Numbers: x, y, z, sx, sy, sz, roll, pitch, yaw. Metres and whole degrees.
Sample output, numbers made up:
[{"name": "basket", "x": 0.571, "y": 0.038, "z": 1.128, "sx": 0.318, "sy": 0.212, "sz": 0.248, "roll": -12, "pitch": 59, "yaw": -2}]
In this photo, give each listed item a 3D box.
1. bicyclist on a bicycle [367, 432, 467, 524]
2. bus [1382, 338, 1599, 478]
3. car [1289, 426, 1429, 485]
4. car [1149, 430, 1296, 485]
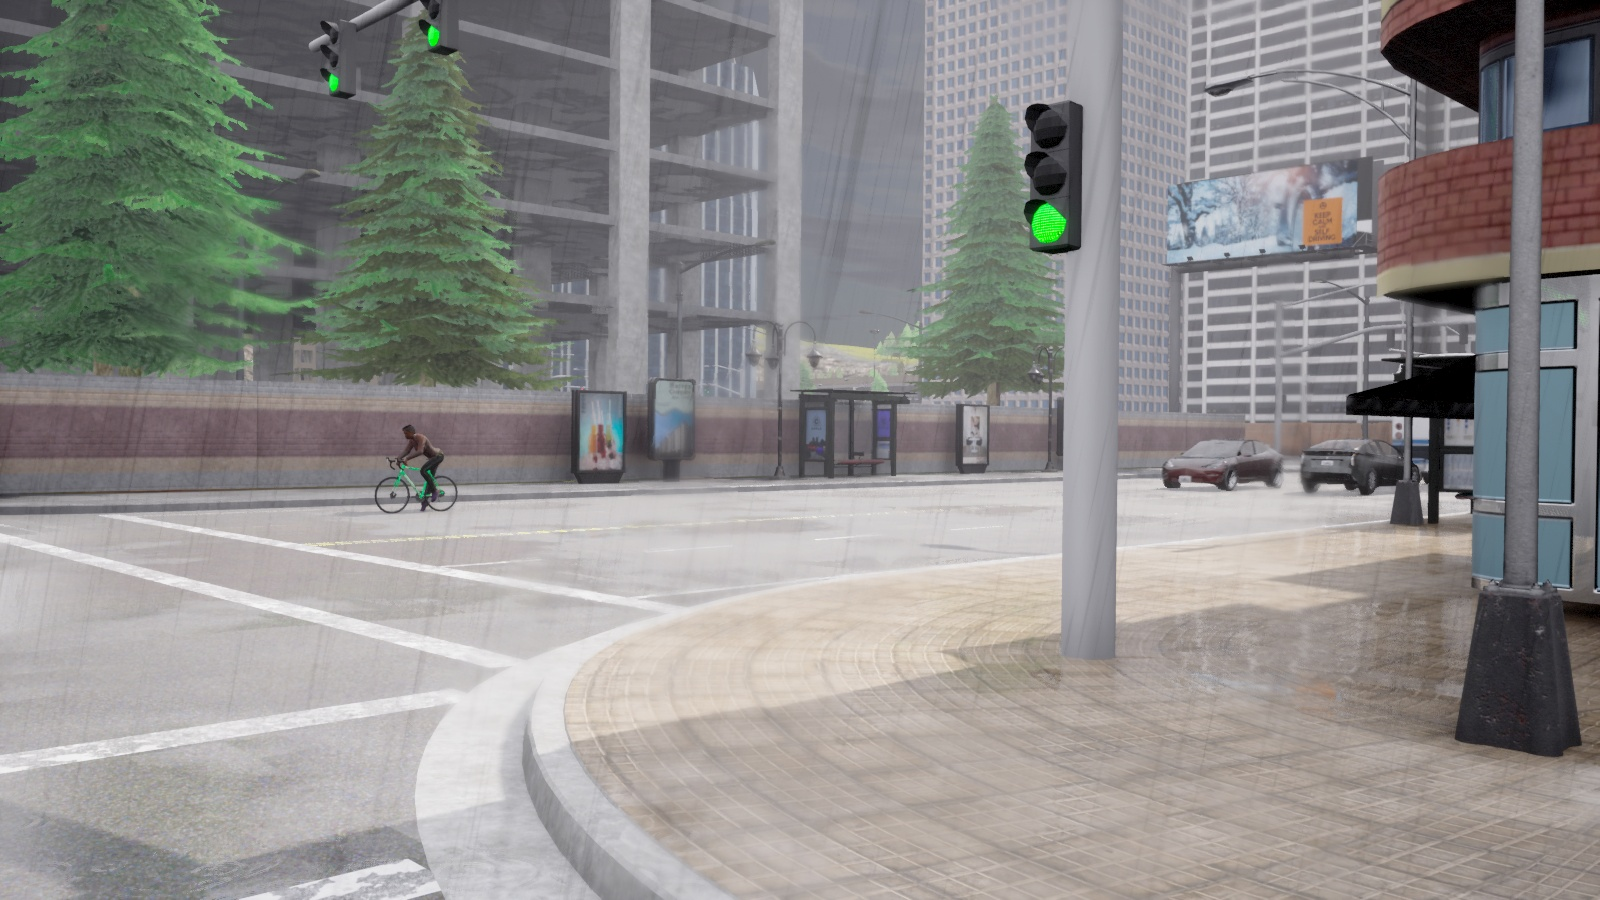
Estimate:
[{"name": "bicyclist on a bicycle", "x": -7.053, "y": 0.487, "z": 23.169, "sx": 1.656, "sy": 1.620, "sz": 0.582, "roll": -2, "pitch": 1, "yaw": -44}, {"name": "bus", "x": 24.131, "y": -1.397, "z": 43.148, "sx": 10.273, "sy": 4.253, "sz": 3.944, "roll": -2, "pitch": 2, "yaw": -44}, {"name": "car", "x": 15.687, "y": 0.112, "z": 35.125, "sx": 4.514, "sy": 1.525, "sz": 2.007, "roll": -1, "pitch": 1, "yaw": -44}, {"name": "car", "x": 12.479, "y": 0.170, "z": 36.910, "sx": 4.792, "sy": 1.488, "sz": 2.163, "roll": -1, "pitch": 1, "yaw": -45}]
